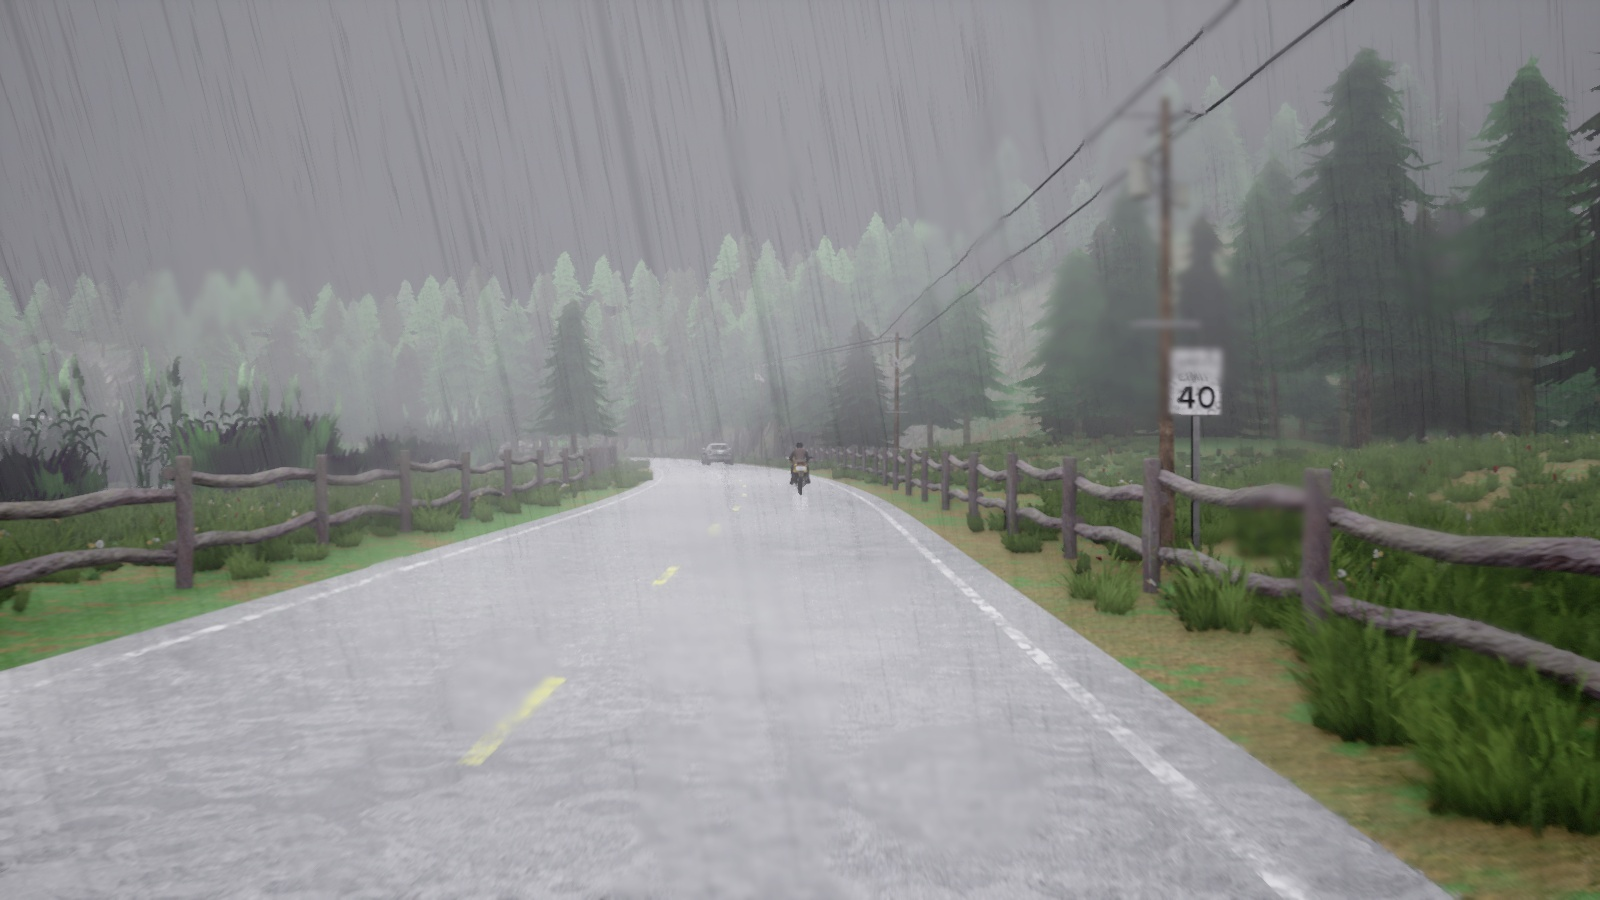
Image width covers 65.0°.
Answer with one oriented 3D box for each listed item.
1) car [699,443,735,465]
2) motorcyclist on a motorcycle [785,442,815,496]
[{"bbox_3d":[-5.761,0.232,86.731,1.970,1.475,3.806,0,0,-11],"label":"car"},{"bbox_3d":[-0.014,0.530,36.292,0.797,1.523,2.044,0,0,-2],"label":"motorcyclist on a motorcycle"}]
